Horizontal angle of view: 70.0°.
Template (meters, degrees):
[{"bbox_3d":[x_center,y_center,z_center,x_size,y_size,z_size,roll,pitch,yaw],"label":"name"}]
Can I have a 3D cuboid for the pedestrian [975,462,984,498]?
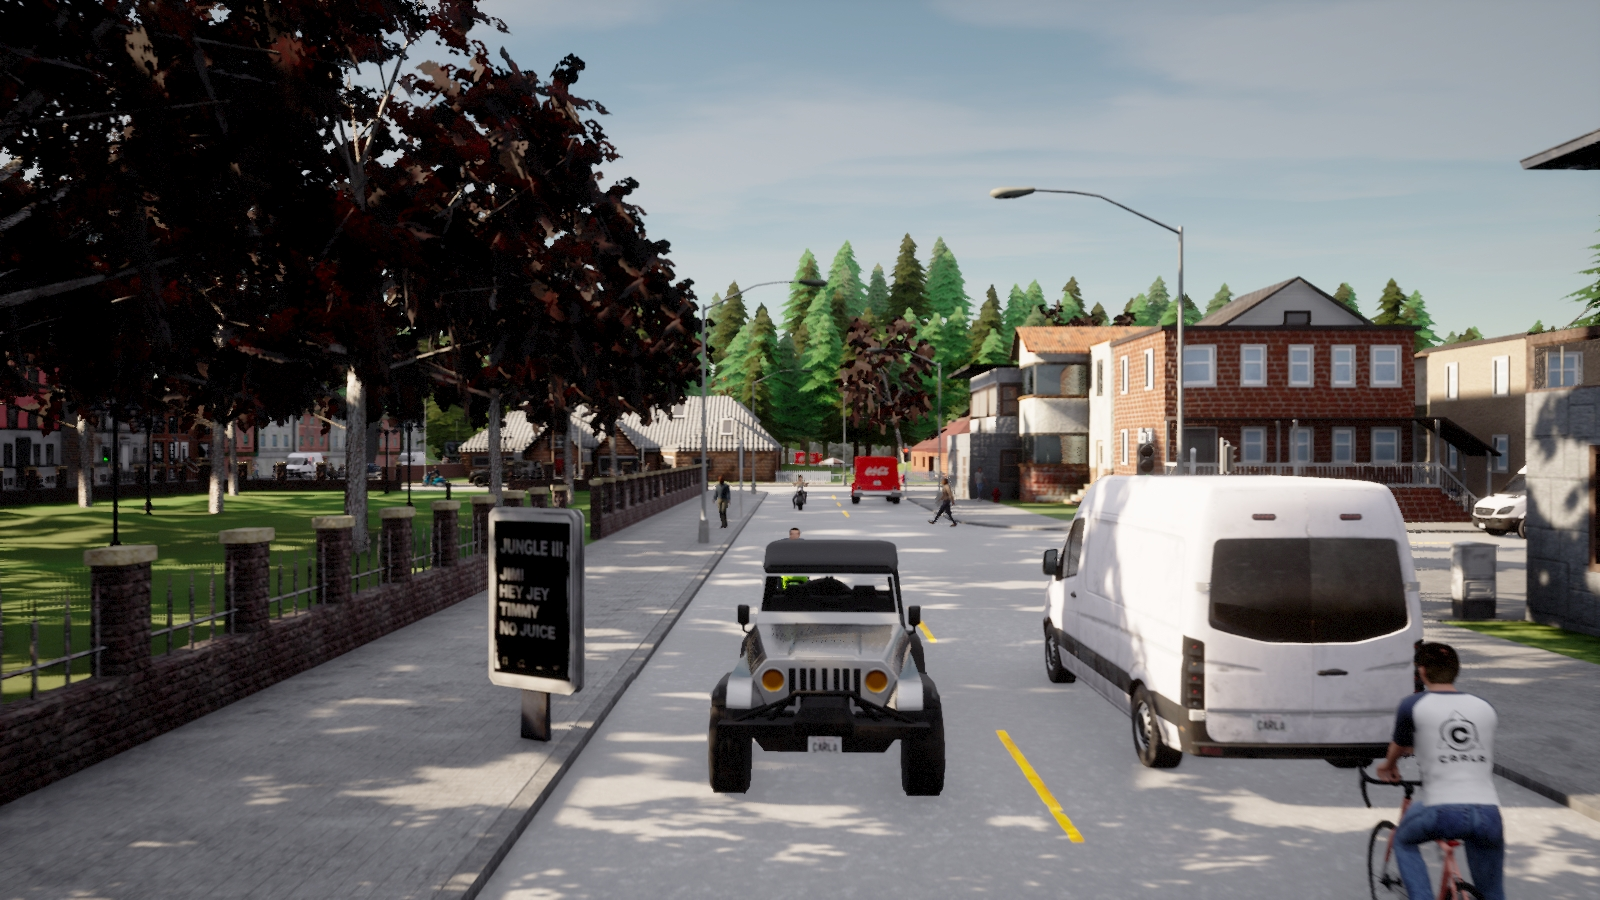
[{"bbox_3d":[9.232,1.524,58.694,0.375,1.860,0.375,0,0,-6],"label":"pedestrian"}]

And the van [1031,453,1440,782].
[{"bbox_3d":[4.000,1.314,11.889,1.988,2.561,5.915,0,0,0],"label":"van"}]

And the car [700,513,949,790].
[{"bbox_3d":[0.278,1.637,10.651,1.905,1.878,3.866,0,0,3],"label":"car"}]

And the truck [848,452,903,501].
[{"bbox_3d":[3.970,1.348,60.850,2.627,2.467,5.204,0,0,1],"label":"truck"}]

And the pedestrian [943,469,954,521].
[{"bbox_3d":[5.335,1.628,41.104,0.375,1.860,0.375,0,0,1],"label":"pedestrian"}]

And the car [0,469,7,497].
[{"bbox_3d":[-45.282,1.827,61.285,2.128,1.511,4.902,0,0,0],"label":"car"}]

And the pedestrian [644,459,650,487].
[{"bbox_3d":[-10.272,1.525,76.767,0.375,1.860,0.375,0,0,0],"label":"pedestrian"}]

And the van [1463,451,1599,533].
[{"bbox_3d":[24.712,1.314,36.512,5.915,2.561,1.988,0,0,0],"label":"van"}]

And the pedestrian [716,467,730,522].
[{"bbox_3d":[-2.618,1.525,39.039,0.375,1.860,0.375,0,0,15],"label":"pedestrian"}]
